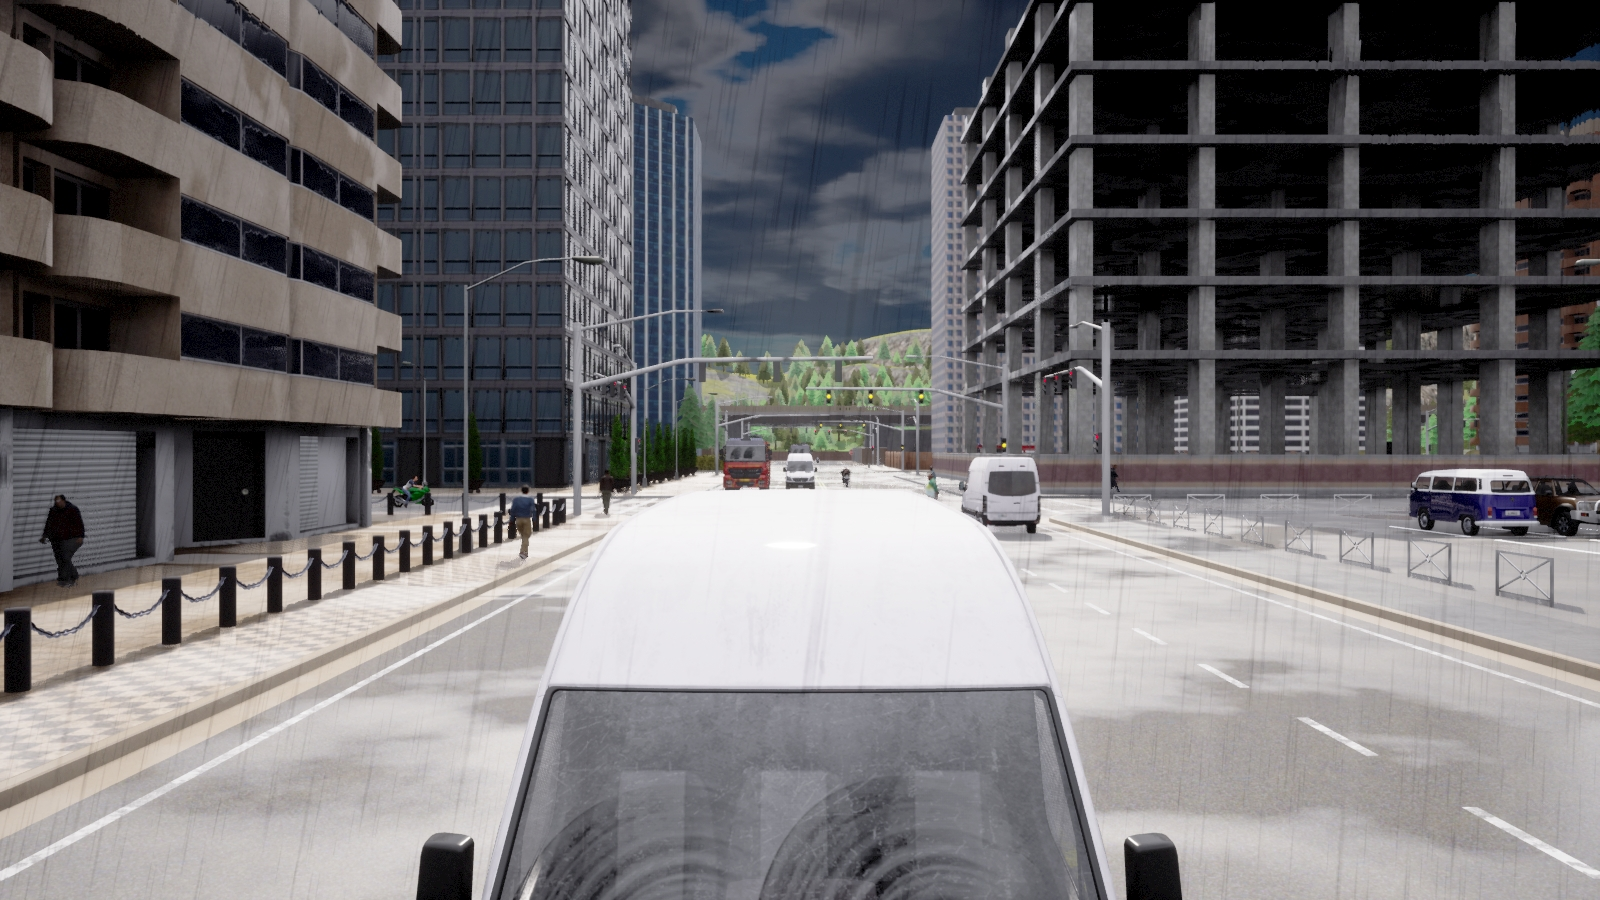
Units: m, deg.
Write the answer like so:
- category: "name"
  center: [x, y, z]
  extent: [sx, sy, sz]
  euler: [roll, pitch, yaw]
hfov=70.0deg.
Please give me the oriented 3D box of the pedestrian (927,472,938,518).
- category: "pedestrian"
  center: [5.411, 1.835, 46.689]
  extent: [0.375, 1.860, 0.375]
  euler: [0, 0, 0]

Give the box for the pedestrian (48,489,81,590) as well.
- category: "pedestrian"
  center: [-13.713, 1.664, 21.313]
  extent: [0.375, 1.860, 0.375]
  euler: [0, 0, 0]

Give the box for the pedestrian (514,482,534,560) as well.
- category: "pedestrian"
  center: [-6.603, 1.697, 27.363]
  extent: [0.375, 1.860, 0.375]
  euler: [0, 0, 2]

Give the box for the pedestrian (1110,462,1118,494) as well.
- category: "pedestrian"
  center: [18.268, 1.641, 66.467]
  extent: [0.375, 1.860, 0.375]
  euler: [0, 0, 0]

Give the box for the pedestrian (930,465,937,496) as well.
- category: "pedestrian"
  center: [8.029, 1.849, 68.761]
  extent: [0.375, 1.860, 0.375]
  euler: [0, 0, -8]

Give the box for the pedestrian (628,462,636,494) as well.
- category: "pedestrian"
  center: [-9.976, 1.663, 67.833]
  extent: [0.375, 1.860, 0.375]
  euler: [0, 0, -2]

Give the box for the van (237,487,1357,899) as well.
- category: "van"
  center: [-0.002, 1.534, 4.985]
  extent: [1.988, 2.561, 5.915]
  euler: [0, 0, 0]

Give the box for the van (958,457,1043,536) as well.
- category: "van"
  center: [6.980, 1.534, 40.439]
  extent: [1.988, 2.561, 5.915]
  euler: [0, 0, 0]

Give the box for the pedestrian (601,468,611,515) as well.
- category: "pedestrian"
  center: [-7.860, 1.679, 46.286]
  extent: [0.375, 1.860, 0.375]
  euler: [0, 0, -14]

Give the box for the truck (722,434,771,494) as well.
- category: "truck"
  center: [-3.496, 0.891, 77.013]
  extent: [2.891, 3.827, 8.468]
  euler: [0, 0, 0]
